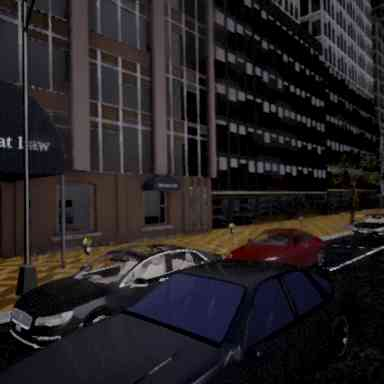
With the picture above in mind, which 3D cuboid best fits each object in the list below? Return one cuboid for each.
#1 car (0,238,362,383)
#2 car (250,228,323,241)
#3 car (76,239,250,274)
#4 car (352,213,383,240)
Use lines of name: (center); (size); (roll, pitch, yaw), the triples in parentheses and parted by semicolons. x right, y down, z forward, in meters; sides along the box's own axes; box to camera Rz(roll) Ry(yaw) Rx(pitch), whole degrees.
car: (0.537, 1.663, 4.287); (2.033, 1.411, 5.357); (-2, -2, 43)
car: (2.824, 1.832, 10.599); (1.802, 1.307, 4.206); (-3, -3, 43)
car: (-1.027, 1.745, 6.420); (2.008, 1.369, 4.403); (-3, -3, 43)
car: (10.525, 1.912, 18.961); (2.008, 1.369, 4.403); (-3, -3, 43)
